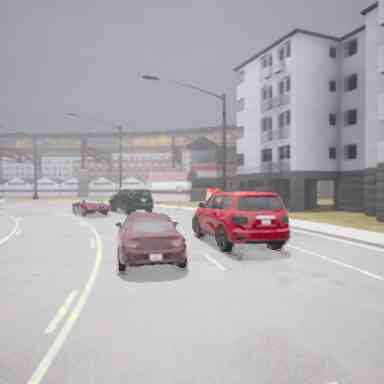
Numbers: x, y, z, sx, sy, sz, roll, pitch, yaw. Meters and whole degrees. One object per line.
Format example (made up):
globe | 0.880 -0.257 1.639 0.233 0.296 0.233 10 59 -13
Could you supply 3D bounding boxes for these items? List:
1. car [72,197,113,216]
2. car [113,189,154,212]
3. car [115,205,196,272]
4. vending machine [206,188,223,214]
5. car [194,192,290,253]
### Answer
car | -8.162 1.175 26.401 1.895 1.301 4.718 -1 1 -32
car | -5.233 0.755 28.338 2.150 2.045 5.566 -1 1 -32
car | -1.336 1.355 10.200 1.812 1.442 4.674 0 1 -12
vending machine | 1.892 0.717 28.106 1.100 2.100 0.880 -1 1 -29
car | 1.646 0.997 12.920 2.150 2.045 5.566 0 1 -14
